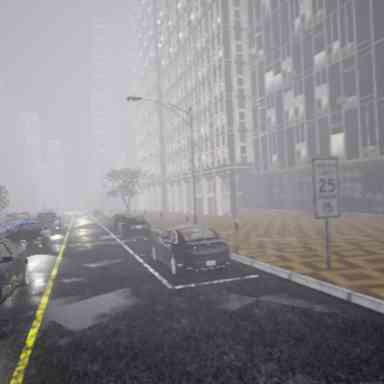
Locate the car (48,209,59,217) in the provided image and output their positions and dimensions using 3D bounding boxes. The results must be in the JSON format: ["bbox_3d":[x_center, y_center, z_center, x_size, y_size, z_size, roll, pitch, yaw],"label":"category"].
[{"bbox_3d":[-29.962,4.487,72.193,1.887,1.381,4.507,-4,-1,-19],"label":"car"}]

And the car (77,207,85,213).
[{"bbox_3d":[-29.753,4.766,89.178,2.033,1.411,5.357,-3,-1,-19],"label":"car"}]

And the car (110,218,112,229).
[{"bbox_3d":[-5.664,2.363,27.046,1.947,1.339,4.313,-4,-1,-19],"label":"car"}]

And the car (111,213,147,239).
[{"bbox_3d":[-3.844,2.169,21.727,1.947,1.339,4.313,-4,-1,-19],"label":"car"}]

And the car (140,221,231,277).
[{"bbox_3d":[-0.205,1.769,11.088,2.008,1.369,4.403,-4,-1,-19],"label":"car"}]

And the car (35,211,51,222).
[{"bbox_3d":[-22.629,3.661,50.758,1.752,1.417,4.829,-4,-1,-19],"label":"car"}]

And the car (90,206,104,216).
[{"bbox_3d":[-16.583,3.562,58.959,1.802,1.307,4.206,-4,-1,-19],"label":"car"}]

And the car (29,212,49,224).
[{"bbox_3d":[-20.863,3.494,45.599,2.008,1.369,4.403,-4,-1,-19],"label":"car"}]

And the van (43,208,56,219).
[{"bbox_3d":[-26.336,3.883,61.558,1.690,1.788,3.998,-4,-1,-19],"label":"van"}]

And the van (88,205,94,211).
[{"bbox_3d":[-27.518,4.530,90.875,1.690,1.788,3.998,-4,-1,-19],"label":"van"}]

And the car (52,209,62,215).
[{"bbox_3d":[-33.601,4.897,82.831,2.008,1.369,4.403,-4,-1,-19],"label":"car"}]

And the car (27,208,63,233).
[{"bbox_3d":[-11.965,2.488,27.642,2.097,1.767,4.553,-3,-1,-19],"label":"car"}]

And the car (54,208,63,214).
[{"bbox_3d":[-35.421,5.100,88.149,2.008,1.369,4.403,-4,-1,-19],"label":"car"}]

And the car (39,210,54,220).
[{"bbox_3d":[-24.503,3.886,56.237,1.887,1.381,4.507,-4,-1,-19],"label":"car"}]

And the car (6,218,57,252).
[{"bbox_3d":[-8.408,2.322,17.264,1.994,1.385,4.181,-3,-1,-18],"label":"car"}]

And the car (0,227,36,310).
[{"bbox_3d":[-5.173,1.892,7.779,1.882,1.535,5.008,-3,-1,-17],"label":"car"}]

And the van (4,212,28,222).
[{"bbox_3d":[-15.417,2.694,29.645,1.690,1.788,3.998,-4,-1,-19],"label":"van"}]
